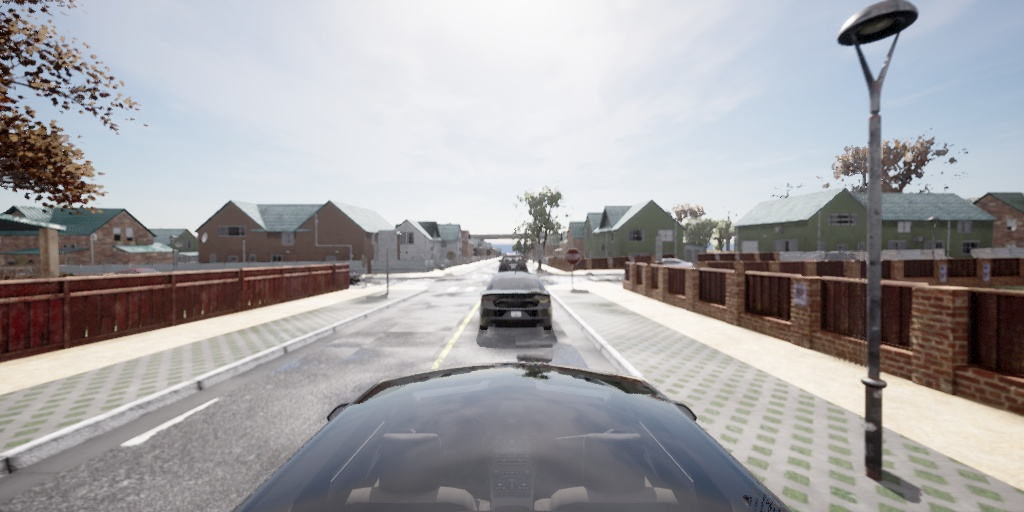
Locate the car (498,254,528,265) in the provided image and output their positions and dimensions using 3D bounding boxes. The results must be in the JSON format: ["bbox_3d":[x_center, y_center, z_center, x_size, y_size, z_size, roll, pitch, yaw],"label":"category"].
[{"bbox_3d":[0.087,0.876,28.930,2.150,2.045,5.566,0,0,0],"label":"car"}]

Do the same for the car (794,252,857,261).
[{"bbox_3d":[24.902,0.519,28.699,4.553,1.767,2.097,-1,2,0],"label":"car"}]

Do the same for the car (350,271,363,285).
[{"bbox_3d":[-13.278,1.401,25.540,5.008,1.535,1.882,-1,2,0],"label":"car"}]

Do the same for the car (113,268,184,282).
[{"bbox_3d":[-26.162,1.620,25.470,5.008,1.535,1.882,0,2,0],"label":"car"}]

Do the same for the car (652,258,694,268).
[{"bbox_3d":[12.035,0.917,28.628,4.674,1.442,1.812,-1,2,0],"label":"car"}]

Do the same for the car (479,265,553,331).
[{"bbox_3d":[0.099,1.200,10.883,1.882,1.535,5.008,0,0,0],"label":"car"}]
